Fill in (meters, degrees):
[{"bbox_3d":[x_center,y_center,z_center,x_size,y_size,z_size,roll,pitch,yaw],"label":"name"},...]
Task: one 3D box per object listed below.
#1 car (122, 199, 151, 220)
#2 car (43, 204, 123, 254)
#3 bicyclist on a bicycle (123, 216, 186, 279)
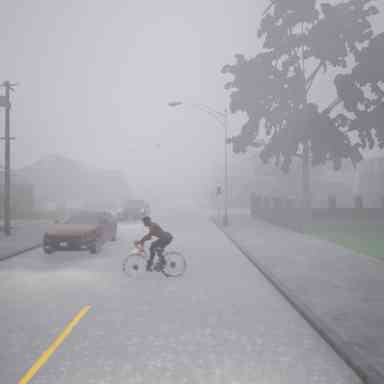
[{"bbox_3d":[-4.533,1.352,26.589,2.097,1.767,4.553,0,0,-1],"label":"car"},{"bbox_3d":[-4.352,1.478,13.650,1.882,1.535,5.008,0,0,-1],"label":"car"},{"bbox_3d":[-0.994,1.450,8.629,1.656,1.620,0.582,-2,0,-1],"label":"bicyclist on a bicycle"}]
